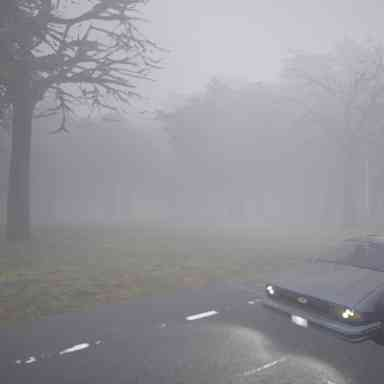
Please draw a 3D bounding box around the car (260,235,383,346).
[{"bbox_3d":[3.828,1.618,6.632,5.357,1.411,2.033,1,0,-35],"label":"car"}]
